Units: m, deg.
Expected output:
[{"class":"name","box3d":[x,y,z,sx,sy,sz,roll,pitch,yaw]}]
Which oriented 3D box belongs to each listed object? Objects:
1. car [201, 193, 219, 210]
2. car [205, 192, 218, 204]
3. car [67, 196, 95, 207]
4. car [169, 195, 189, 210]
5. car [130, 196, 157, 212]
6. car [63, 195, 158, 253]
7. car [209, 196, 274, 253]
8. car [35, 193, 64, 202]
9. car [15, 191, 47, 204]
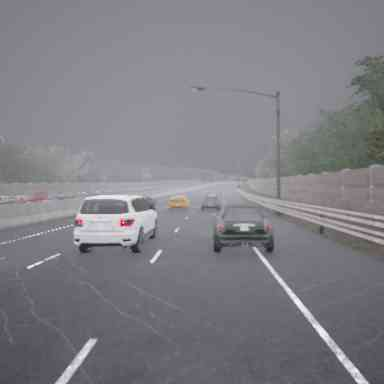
[{"class":"car","box3d":[2.014,1.193,35.957,1.994,1.385,4.181,0,1,5]},{"class":"car","box3d":[2.996,0.854,49.578,1.812,1.442,4.674,0,2,5]},{"class":"car","box3d":[-14.986,1.213,45.055,1.895,1.301,4.718,0,1,5]},{"class":"car","box3d":[-1.367,1.122,37.077,1.882,1.535,5.008,-1,1,4]},{"class":"car","box3d":[-5.002,1.217,35.173,1.837,1.490,4.892,-1,1,4]},{"class":"car","box3d":[-2.792,1.135,13.329,2.150,2.045,5.566,-1,1,3]},{"class":"car","box3d":[1.866,1.225,13.305,2.097,1.767,4.553,0,1,3]},{"class":"car","box3d":[-18.497,1.193,45.070,2.033,1.411,5.357,0,1,5]},{"class":"car","box3d":[-21.932,0.883,45.899,2.150,2.045,5.566,0,1,5]}]
